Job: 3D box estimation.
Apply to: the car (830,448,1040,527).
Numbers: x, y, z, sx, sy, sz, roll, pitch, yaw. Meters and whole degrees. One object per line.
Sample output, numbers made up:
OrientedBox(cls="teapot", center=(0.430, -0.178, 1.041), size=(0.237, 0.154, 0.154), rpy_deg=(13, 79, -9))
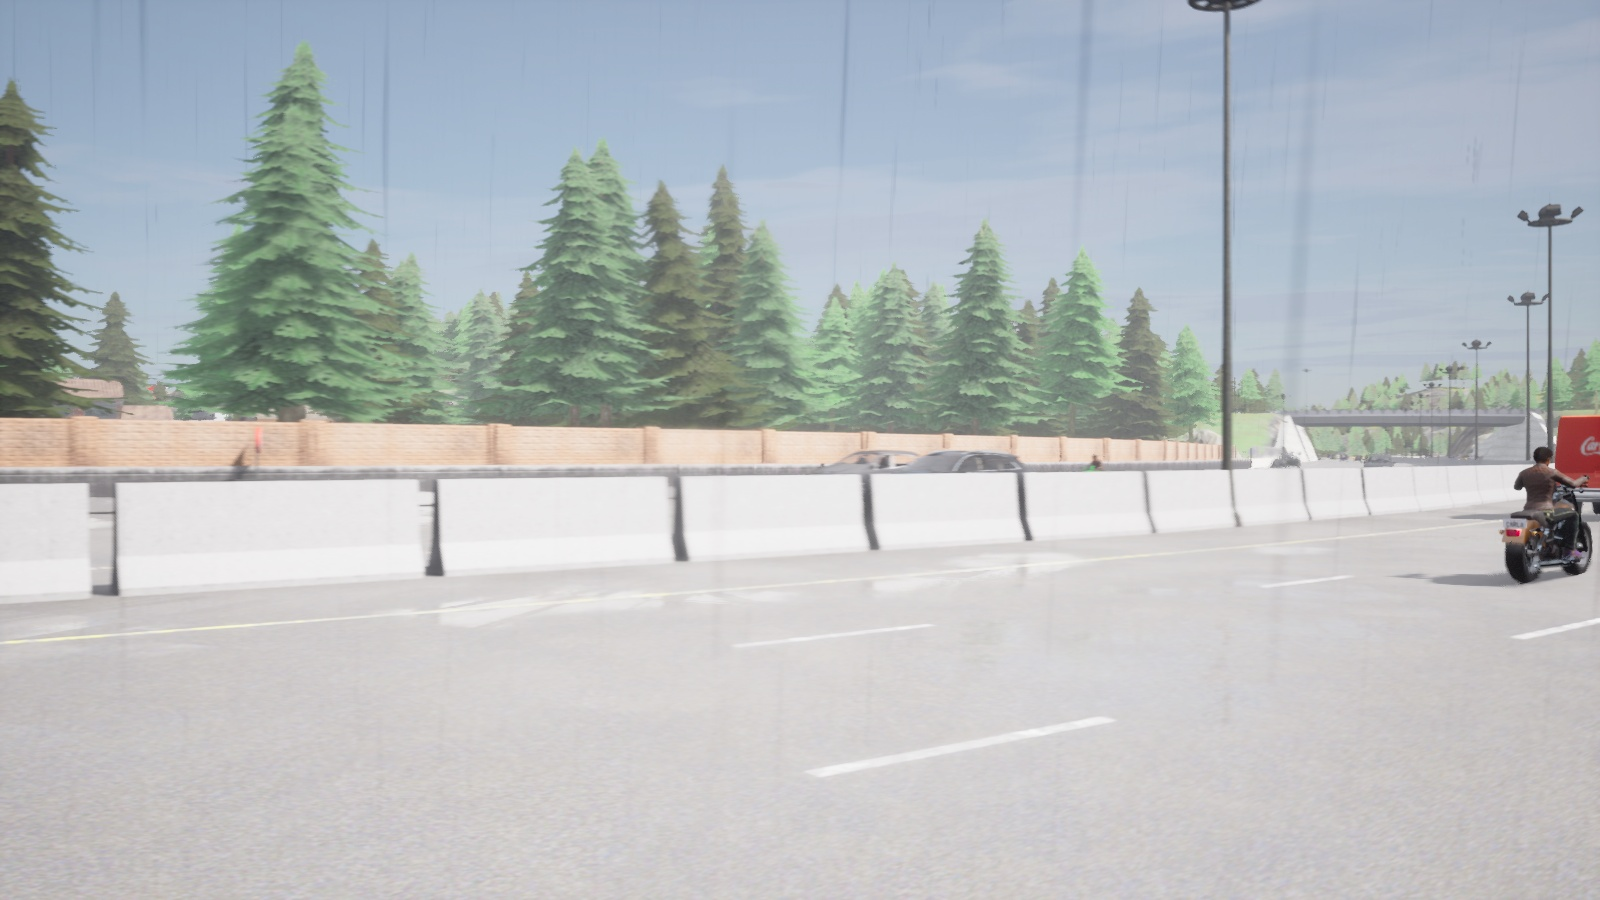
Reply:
OrientedBox(cls="car", center=(3.154, 0.786, 28.587), size=(4.856, 1.649, 2.033), rpy_deg=(0, 0, -42))

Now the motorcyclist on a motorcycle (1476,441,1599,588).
OrientedBox(cls="motorcyclist on a motorcycle", center=(9.053, 0.730, 15.127), size=(2.350, 1.649, 0.766), rpy_deg=(0, -1, -40))

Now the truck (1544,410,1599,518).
OrientedBox(cls="truck", center=(20.310, 0.322, 30.649), size=(2.627, 2.467, 5.204), rpy_deg=(0, 0, 43))

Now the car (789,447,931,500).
OrientedBox(cls="car", center=(2.053, 0.759, 41.962), size=(4.611, 1.667, 2.242), rpy_deg=(0, 0, -45))

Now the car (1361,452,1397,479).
OrientedBox(cls="car", center=(34.281, 0.925, 74.313), size=(1.789, 1.549, 3.705), rpy_deg=(0, 0, 27))
